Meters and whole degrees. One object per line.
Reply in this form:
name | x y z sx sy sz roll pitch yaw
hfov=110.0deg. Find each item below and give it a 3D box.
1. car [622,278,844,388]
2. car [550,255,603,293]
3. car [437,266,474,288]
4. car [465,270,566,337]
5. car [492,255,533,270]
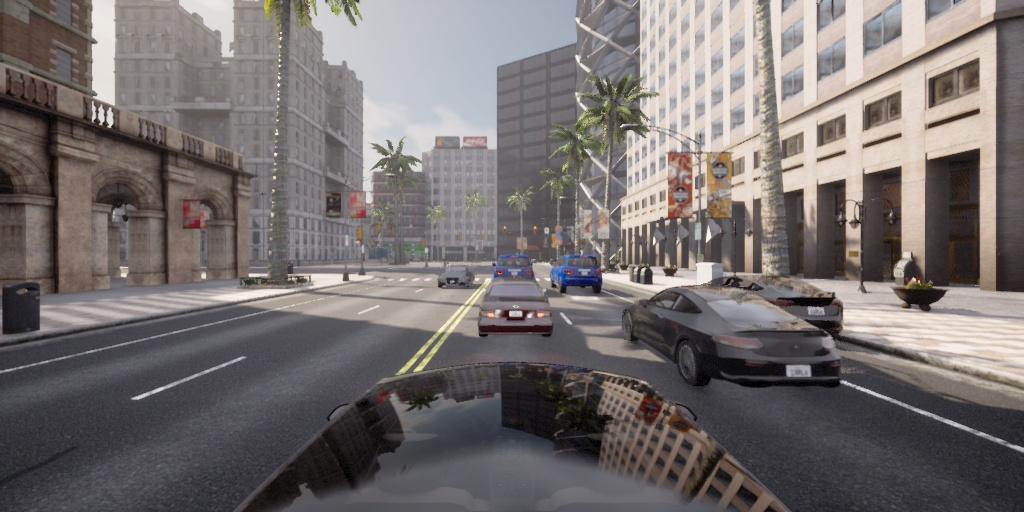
car | 3.583 1.274 6.796 1.812 1.442 4.674 0 0 0
car | 3.547 0.965 20.601 2.150 2.045 5.566 0 0 -2
car | -3.587 1.350 23.510 1.994 1.385 4.181 0 0 0
car | 0.070 1.294 10.248 2.033 1.411 5.357 0 0 0
car | 0.048 0.965 20.467 2.150 2.045 5.566 0 0 -2
